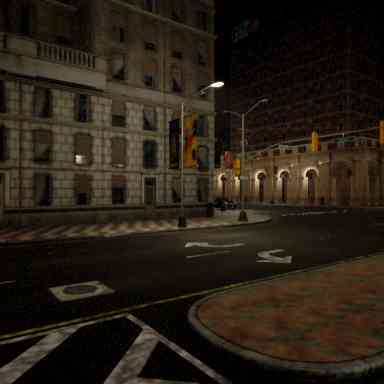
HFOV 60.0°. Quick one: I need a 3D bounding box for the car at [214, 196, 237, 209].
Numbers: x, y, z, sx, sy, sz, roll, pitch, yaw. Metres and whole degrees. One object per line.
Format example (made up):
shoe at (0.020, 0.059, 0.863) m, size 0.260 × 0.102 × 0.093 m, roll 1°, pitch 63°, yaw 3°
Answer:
car at (3.763, 1.352, 43.672) m, size 2.097 × 1.767 × 4.553 m, roll 0°, pitch 0°, yaw -36°
